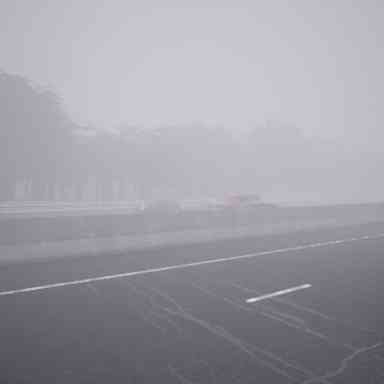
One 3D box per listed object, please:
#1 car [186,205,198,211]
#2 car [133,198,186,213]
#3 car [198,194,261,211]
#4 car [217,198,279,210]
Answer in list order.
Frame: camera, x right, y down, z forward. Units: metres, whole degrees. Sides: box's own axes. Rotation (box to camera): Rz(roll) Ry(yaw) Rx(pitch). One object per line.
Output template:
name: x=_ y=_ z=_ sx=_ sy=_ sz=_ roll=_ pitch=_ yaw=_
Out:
car: x=1.921 y=1.495 z=30.867 sx=5.357 sy=1.411 sz=2.033 roll=0 pitch=0 yaw=-35
car: x=-3.199 y=1.319 z=30.752 sx=4.553 sy=1.767 sz=2.097 roll=0 pitch=0 yaw=-38
car: x=3.637 y=1.172 z=27.915 sx=5.566 sy=2.045 sz=2.150 roll=0 pitch=0 yaw=-35
car: x=4.515 y=1.465 z=24.260 sx=4.892 sy=1.490 sz=1.837 roll=0 pitch=0 yaw=-35
